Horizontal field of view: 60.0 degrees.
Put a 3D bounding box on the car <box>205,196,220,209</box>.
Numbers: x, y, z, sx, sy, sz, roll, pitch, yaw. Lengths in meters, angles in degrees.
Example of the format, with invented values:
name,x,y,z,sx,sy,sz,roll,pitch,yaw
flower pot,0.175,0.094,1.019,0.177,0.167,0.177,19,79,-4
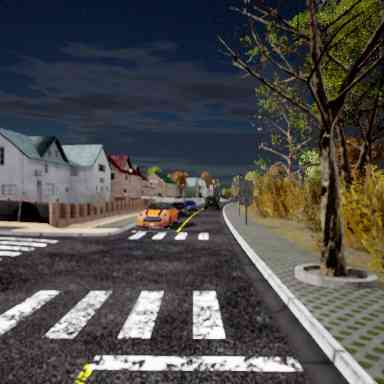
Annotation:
name,x,y,z,sx,sy,sz,roll,pitch,yaw
car,3.234,1.651,52.349,2.150,2.045,5.566,0,-1,6

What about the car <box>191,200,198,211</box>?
name,x,y,z,sx,sy,sz,roll,pitch,yaw
car,-0.308,1.888,46.694,1.812,1.442,4.674,0,-1,6

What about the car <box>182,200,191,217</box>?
name,x,y,z,sx,sy,sz,roll,pitch,yaw
car,-1.440,1.747,33.840,1.812,1.442,4.674,0,-1,4

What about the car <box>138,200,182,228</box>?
name,x,y,z,sx,sy,sz,roll,pitch,yaw
car,-2.265,1.483,23.142,2.097,1.767,4.553,0,0,6
